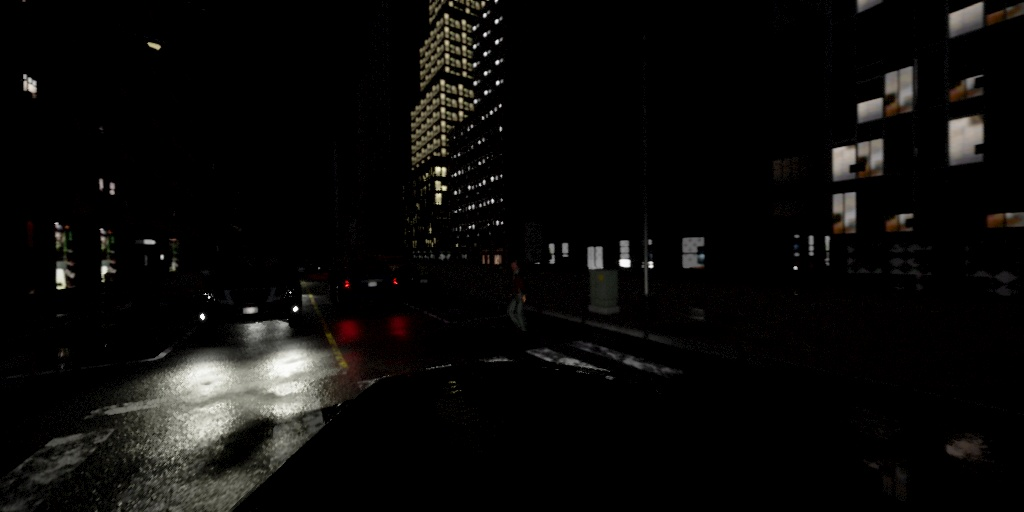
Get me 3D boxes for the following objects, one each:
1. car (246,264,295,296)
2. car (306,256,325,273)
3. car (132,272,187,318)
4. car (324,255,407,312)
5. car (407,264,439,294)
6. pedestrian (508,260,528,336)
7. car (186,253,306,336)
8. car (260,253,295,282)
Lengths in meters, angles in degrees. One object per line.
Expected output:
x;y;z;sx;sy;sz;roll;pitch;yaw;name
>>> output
-12.866;1.195;19.323;1.994;1.385;4.181;-1;1;-31;car
-20.561;0.949;37.896;1.837;1.490;4.892;-1;1;-32;car
-12.072;1.261;13.127;1.888;1.381;4.507;0;0;-32;car
-5.884;0.979;14.071;2.097;1.767;4.553;-1;1;-31;car
-4.939;1.129;17.522;1.948;1.339;4.313;0;0;-32;car
0.135;0.937;8.404;0.375;1.860;0.375;-1;1;-32;pedestrian
-7.645;0.920;10.839;2.150;2.045;5.566;-1;1;-32;car
-18.483;0.782;28.437;2.150;2.045;5.566;-1;1;-32;car
